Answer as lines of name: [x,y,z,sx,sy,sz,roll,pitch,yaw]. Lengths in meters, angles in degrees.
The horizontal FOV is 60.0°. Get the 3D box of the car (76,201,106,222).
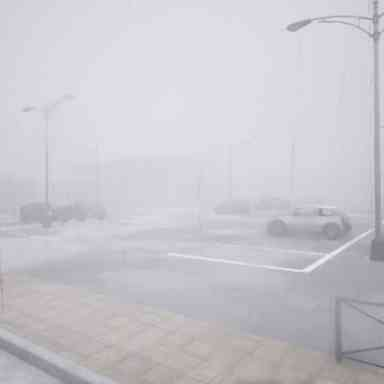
car: [-9.318,1.546,27.520,5.027,1.636,2.152,-1,0,36]

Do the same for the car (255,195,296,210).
car: [9.777,1.441,40.628,4.514,1.523,2.007,-1,0,36]

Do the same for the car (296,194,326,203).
car: [17.686,1.233,50.279,4.605,1.855,1.932,-1,0,36]

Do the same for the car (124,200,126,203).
car: [-13.894,1.999,78.027,2.242,1.667,4.611,-1,0,36]

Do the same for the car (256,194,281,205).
car: [13.262,1.284,57.568,3.866,1.878,1.905,-1,0,36]

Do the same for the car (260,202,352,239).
car: [5.682,1.428,16.411,3.806,1.475,1.970,-1,0,36]

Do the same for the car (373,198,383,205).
car: [29.866,1.341,49.994,4.514,1.523,2.007,-1,0,36]

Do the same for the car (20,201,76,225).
car: [-11.122,1.555,24.954,4.514,1.523,2.007,-1,0,36]

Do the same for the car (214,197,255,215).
car: [3.860,1.464,32.576,3.633,1.501,1.845,-1,0,36]
